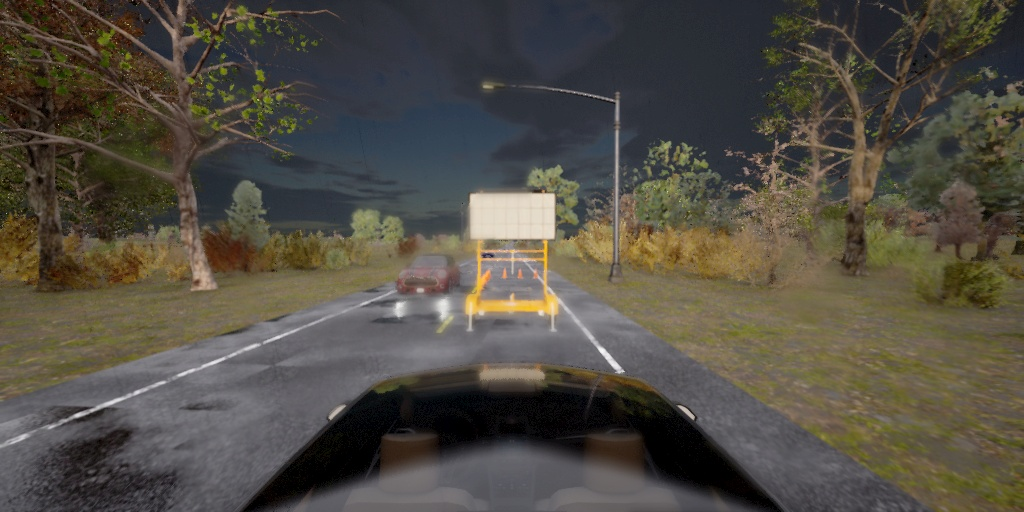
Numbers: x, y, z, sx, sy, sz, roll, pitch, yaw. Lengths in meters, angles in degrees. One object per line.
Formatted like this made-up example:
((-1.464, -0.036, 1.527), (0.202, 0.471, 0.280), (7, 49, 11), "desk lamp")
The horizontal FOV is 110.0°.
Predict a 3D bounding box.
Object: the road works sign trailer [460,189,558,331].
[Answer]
((0.020, -0.026, 10.029), (2.380, 3.560, 2.880), (0, 0, 1), "road works sign trailer")

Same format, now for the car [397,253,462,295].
((-3.580, 0.686, 16.250), (2.097, 1.767, 4.553), (0, 2, 0), "car")

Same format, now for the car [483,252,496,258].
((-3.694, -0.285, 58.365), (1.895, 1.301, 4.718), (0, 2, 0), "car")
